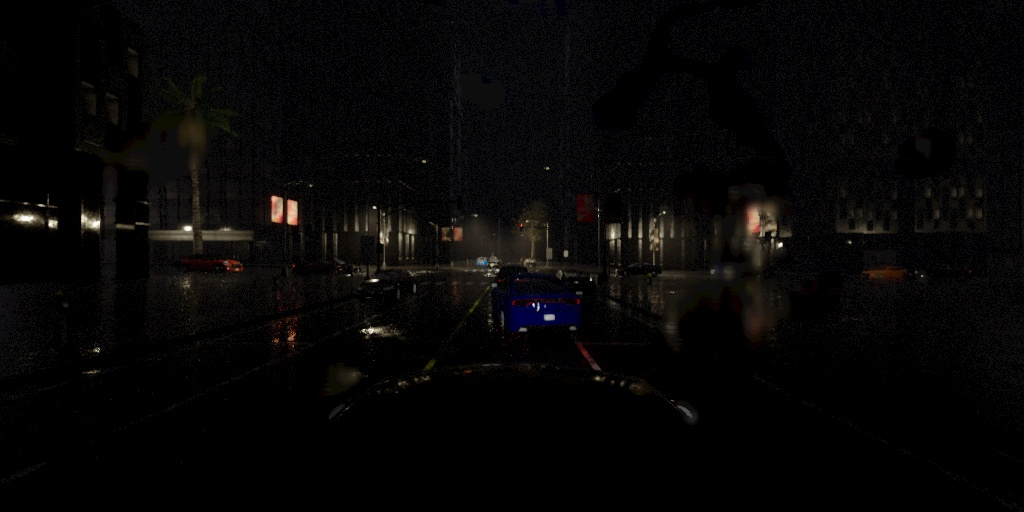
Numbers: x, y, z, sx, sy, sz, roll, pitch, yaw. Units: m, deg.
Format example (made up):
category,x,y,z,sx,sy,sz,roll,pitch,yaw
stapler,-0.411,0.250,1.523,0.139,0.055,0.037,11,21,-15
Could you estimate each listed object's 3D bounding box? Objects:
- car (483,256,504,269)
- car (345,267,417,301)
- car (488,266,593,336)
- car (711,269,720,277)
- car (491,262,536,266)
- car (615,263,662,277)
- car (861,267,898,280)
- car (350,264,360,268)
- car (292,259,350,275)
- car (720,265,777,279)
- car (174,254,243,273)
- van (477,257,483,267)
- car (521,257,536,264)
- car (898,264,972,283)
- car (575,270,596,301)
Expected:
category,x,y,z,sx,sy,sz,roll,pitch,yaw
car,-2.861,1.223,56.287,2.128,1.511,4.902,0,0,2
car,-5.749,1.292,16.925,2.007,1.370,4.403,0,0,0
car,0.487,1.223,10.494,1.882,1.535,5.008,0,0,-8
car,26.041,1.775,42.228,4.674,1.442,1.812,1,0,0
car,0.081,1.246,18.124,1.837,1.490,4.892,0,0,0
car,13.777,1.507,39.015,4.902,1.511,2.128,1,0,-1
car,44.046,2.070,42.108,5.008,1.535,1.882,1,0,1
car,-17.956,0.986,35.709,5.357,1.411,2.033,1,0,0
car,-17.481,1.007,32.457,4.181,1.385,1.994,1,0,0
car,25.939,1.733,38.979,4.902,1.511,2.128,1,0,0
car,-27.143,0.626,32.498,4.553,1.767,2.097,1,0,0
van,-5.469,1.071,64.692,1.690,1.789,3.998,0,0,1
car,3.001,1.281,59.097,2.007,1.370,4.403,0,0,1
car,46.052,1.850,38.830,5.566,2.045,2.150,1,0,1
car,2.776,1.292,16.914,2.007,1.370,4.403,0,0,0
